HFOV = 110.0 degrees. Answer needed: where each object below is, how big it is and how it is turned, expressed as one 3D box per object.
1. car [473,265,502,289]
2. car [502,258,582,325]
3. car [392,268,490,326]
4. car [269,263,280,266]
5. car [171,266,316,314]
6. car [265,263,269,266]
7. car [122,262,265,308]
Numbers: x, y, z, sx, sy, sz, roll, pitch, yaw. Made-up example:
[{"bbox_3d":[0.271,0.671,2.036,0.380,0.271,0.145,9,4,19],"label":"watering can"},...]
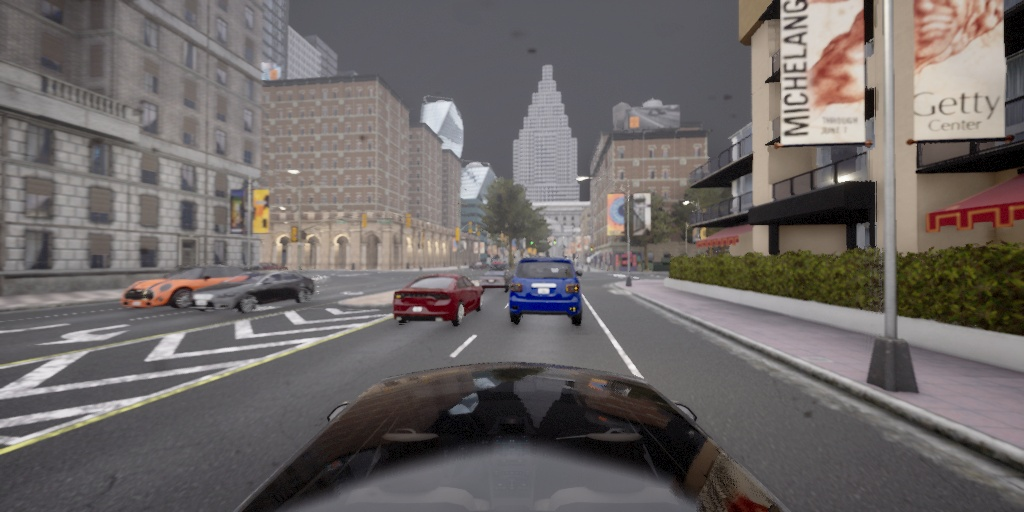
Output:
[{"bbox_3d":[-0.890,1.526,23.204,2.033,1.411,5.357,0,-1,7],"label":"car"},{"bbox_3d":[1.255,1.090,12.487,2.150,2.045,5.566,0,-1,8],"label":"car"},{"bbox_3d":[-2.271,1.333,12.268,1.882,1.535,5.008,0,-1,7],"label":"car"},{"bbox_3d":[-31.898,1.603,47.059,5.008,1.535,1.882,0,-1,7],"label":"car"},{"bbox_3d":[-10.209,1.344,14.582,2.128,1.511,4.902,0,-1,7],"label":"car"},{"bbox_3d":[-32.799,1.591,43.640,4.892,1.490,1.837,0,-1,7],"label":"car"},{"bbox_3d":[-13.617,1.203,15.512,2.097,1.767,4.553,0,-1,7],"label":"car"}]
